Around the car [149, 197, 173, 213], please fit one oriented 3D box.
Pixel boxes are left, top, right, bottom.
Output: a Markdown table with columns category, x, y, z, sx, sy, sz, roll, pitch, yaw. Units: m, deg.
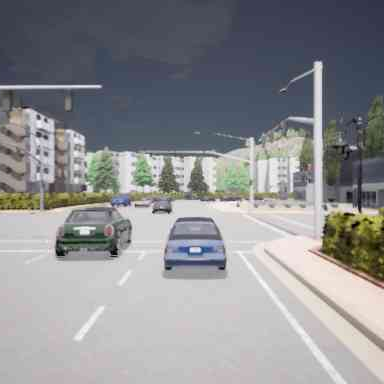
| category | x | y | z | sx | sy | sz | roll | pitch | yaw |
| --- | --- | --- | --- | --- | --- | --- | --- | --- | --- |
| car | -3.214 | 1.541 | 36.761 | 1.994 | 1.385 | 4.181 | 0 | 0 | -1 |

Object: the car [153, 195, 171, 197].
| category | x | y | z | sx | sy | sz | roll | pitch | yaw |
| --- | --- | --- | --- | --- | --- | --- | --- | --- | --- |
| car | -5.186 | 1.312 | 63.602 | 2.097 | 1.767 | 4.553 | 0 | 0 | 16 |

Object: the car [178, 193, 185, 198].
| category | x | y | z | sx | sy | sz | roll | pitch | yaw |
| --- | --- | --- | --- | --- | --- | --- | --- | --- | --- |
| car | -1.394 | 0.920 | 79.558 | 2.097 | 1.767 | 4.553 | 0 | 0 | 35 |

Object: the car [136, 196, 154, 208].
| category | x | y | z | sx | sy | sz | roll | pitch | yaw |
| --- | --- | --- | --- | --- | --- | --- | --- | --- | --- |
| car | -7.038 | 1.571 | 47.217 | 1.895 | 1.301 | 4.718 | 0 | 0 | 0 |

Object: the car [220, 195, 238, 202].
| category | x | y | z | sx | sy | sz | roll | pitch | yaw |
| --- | --- | --- | --- | --- | --- | --- | --- | --- | --- |
| car | 7.981 | 1.477 | 74.574 | 1.812 | 1.442 | 4.674 | 0 | 0 | 38 |

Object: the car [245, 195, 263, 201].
| category | x | y | z | sx | sy | sz | roll | pitch | yaw |
| --- | --- | --- | --- | --- | --- | --- | --- | --- | --- |
| car | 15.097 | 1.488 | 81.696 | 5.357 | 1.411 | 2.033 | 0 | 0 | -36 |

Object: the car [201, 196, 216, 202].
| category | x | y | z | sx | sy | sz | roll | pitch | yaw |
| --- | --- | --- | --- | --- | --- | --- | --- | --- | --- |
| car | 3.678 | 1.505 | 74.577 | 1.994 | 1.385 | 4.181 | 0 | 0 | 35 |

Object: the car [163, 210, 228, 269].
| category | x | y | z | sx | sy | sz | roll | pitch | yaw |
| --- | --- | --- | --- | --- | --- | --- | --- | --- | --- |
| car | 0.097 | 1.540 | 11.096 | 2.033 | 1.411 | 5.357 | 0 | 0 | 0 |

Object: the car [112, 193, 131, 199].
| category | x | y | z | sx | sy | sz | roll | pitch | yaw |
| --- | --- | --- | --- | --- | --- | --- | --- | --- | --- |
| car | -10.512 | 1.187 | 49.545 | 2.150 | 2.045 | 5.566 | 0 | 0 | 0 |

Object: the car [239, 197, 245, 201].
| category | x | y | z | sx | sy | sz | roll | pitch | yaw |
| --- | --- | --- | --- | --- | --- | --- | --- | --- | --- |
| car | 10.235 | 1.472 | 82.181 | 4.674 | 1.442 | 1.812 | 0 | 0 | -39 |

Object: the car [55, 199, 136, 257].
| category | x | y | z | sx | sy | sz | roll | pitch | yaw |
| --- | --- | --- | --- | --- | --- | --- | --- | --- | --- |
| car | -3.641 | 1.344 | 13.081 | 2.097 | 1.767 | 4.553 | 0 | 0 | -3 |

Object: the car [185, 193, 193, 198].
| category | x | y | z | sx | sy | sz | roll | pitch | yaw |
| --- | --- | --- | --- | --- | --- | --- | --- | --- | --- |
| car | 1.225 | 1.292 | 77.198 | 2.033 | 1.411 | 5.357 | 0 | 0 | 35 |
